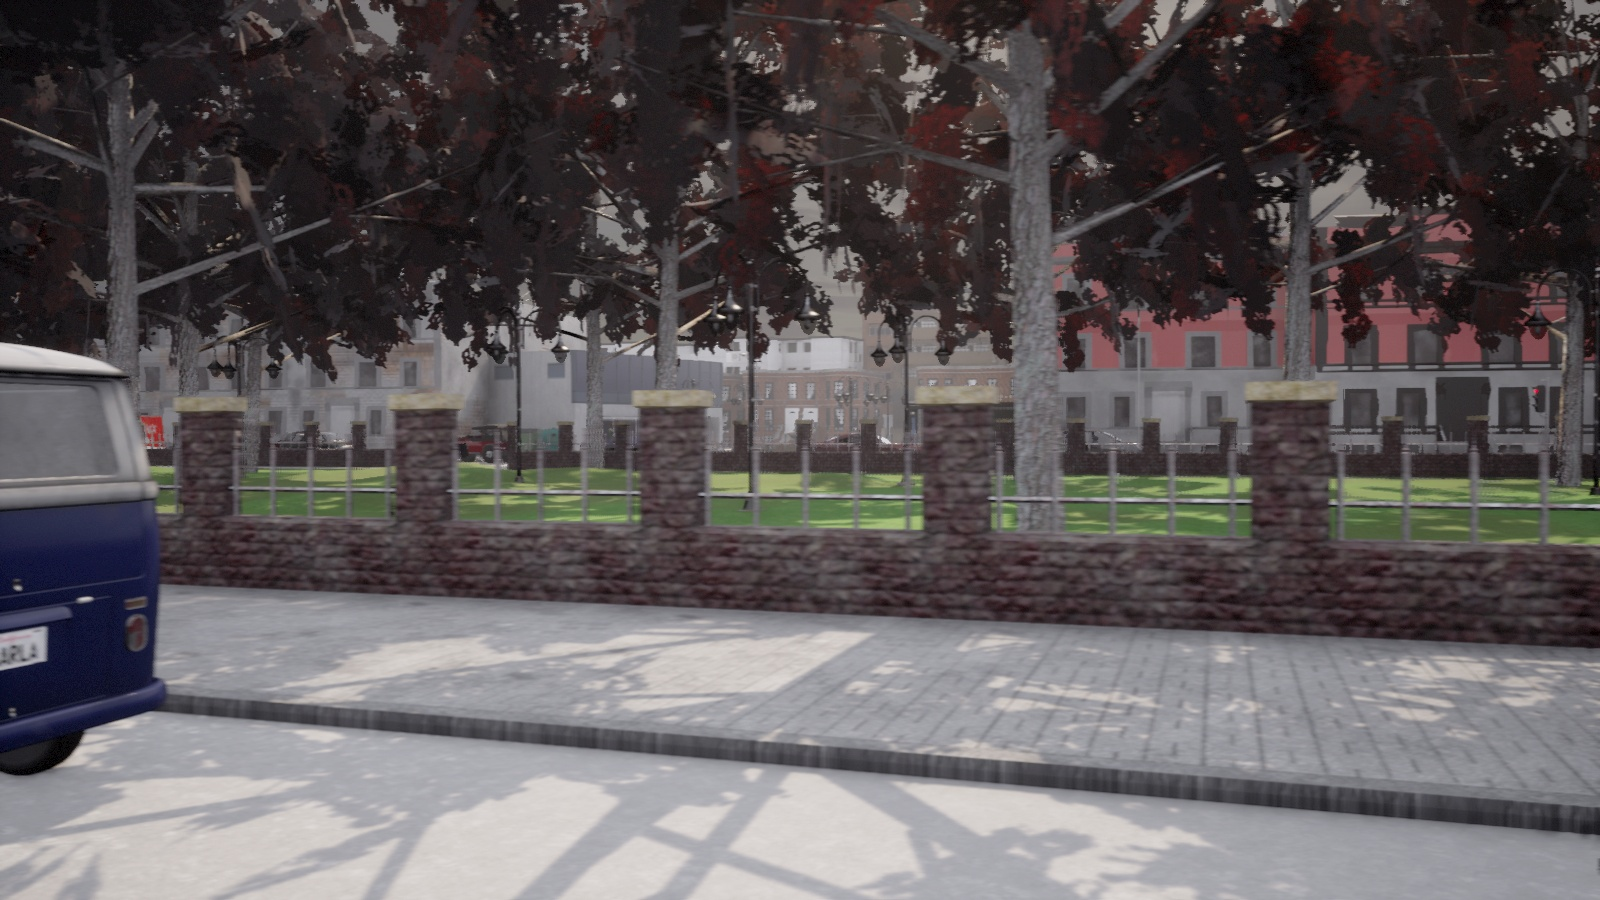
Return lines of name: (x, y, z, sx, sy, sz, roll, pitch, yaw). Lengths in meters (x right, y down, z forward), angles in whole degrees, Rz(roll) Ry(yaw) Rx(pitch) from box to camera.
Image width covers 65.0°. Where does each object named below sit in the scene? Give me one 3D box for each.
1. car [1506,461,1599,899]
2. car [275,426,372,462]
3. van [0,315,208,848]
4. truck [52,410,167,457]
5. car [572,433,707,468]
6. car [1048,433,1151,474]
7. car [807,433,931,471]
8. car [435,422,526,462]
car: (3.710, 0.814, 2.548, 3.633, 1.501, 1.845, 1, 1, 16)
car: (-22.311, -0.310, 58.850, 3.988, 1.617, 1.851, 1, 1, 18)
van: (-5.069, 0.471, 5.462, 4.442, 1.987, 1.775, 0, 1, 16)
truck: (-37.398, -0.903, 68.047, 5.204, 2.467, 2.627, 1, 1, 18)
car: (-6.848, -0.017, 53.718, 5.357, 1.411, 2.033, 1, 1, 18)
car: (11.391, 0.121, 47.658, 3.633, 1.501, 1.845, 1, 1, 18)
car: (2.782, 0.053, 50.518, 4.674, 1.442, 1.812, 1, 1, 18)
car: (-15.462, -0.415, 60.790, 3.866, 1.878, 1.905, 1, 1, 18)
